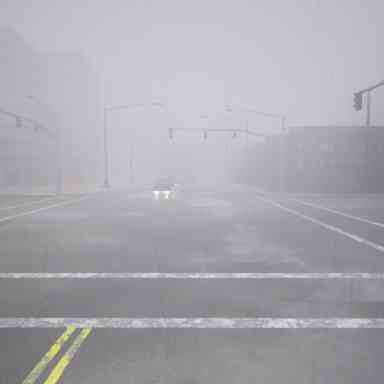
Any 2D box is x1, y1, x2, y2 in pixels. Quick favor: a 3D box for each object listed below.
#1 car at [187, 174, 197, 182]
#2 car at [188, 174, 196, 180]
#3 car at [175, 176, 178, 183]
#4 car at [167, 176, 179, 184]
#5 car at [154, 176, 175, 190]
[{"bbox_3d":[0.026,-2.968,70.897,1.994,1.385,4.181,0,4,0],"label":"car"},{"bbox_3d":[0.029,-3.693,80.724,2.033,1.411,5.357,0,4,0],"label":"car"},{"bbox_3d":[-3.576,-1.689,51.330,1.837,1.490,4.892,0,4,0],"label":"car"},{"bbox_3d":[-3.543,-2.275,61.448,1.895,1.301,4.718,0,4,0],"label":"car"},{"bbox_3d":[-3.583,-0.961,41.423,1.994,1.385,4.181,0,4,0],"label":"car"}]
